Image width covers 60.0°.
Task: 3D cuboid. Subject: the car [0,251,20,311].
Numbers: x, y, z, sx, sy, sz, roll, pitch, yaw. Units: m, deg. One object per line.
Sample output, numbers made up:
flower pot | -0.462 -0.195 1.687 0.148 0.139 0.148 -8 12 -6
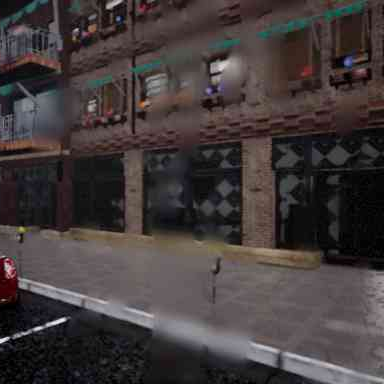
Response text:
car | -5.262 1.480 6.592 4.097 1.590 1.967 0 0 35
